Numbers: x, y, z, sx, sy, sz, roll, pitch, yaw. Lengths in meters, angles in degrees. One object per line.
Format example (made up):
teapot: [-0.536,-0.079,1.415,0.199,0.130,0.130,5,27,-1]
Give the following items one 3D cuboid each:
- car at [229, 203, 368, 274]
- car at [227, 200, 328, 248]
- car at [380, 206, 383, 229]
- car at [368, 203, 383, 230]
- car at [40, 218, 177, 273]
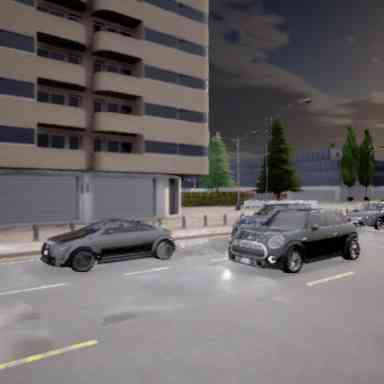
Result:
car: [3.330,1.331,10.646,4.553,1.767,2.097,0,0,-35]
car: [4.008,1.324,15.332,4.553,1.767,2.097,0,0,-36]
car: [12.008,1.501,16.798,5.357,1.411,2.033,0,0,-35]
car: [11.514,1.441,20.729,4.902,1.511,2.128,0,0,-35]
car: [-2.576,1.554,10.748,4.181,1.385,1.994,0,0,-36]
